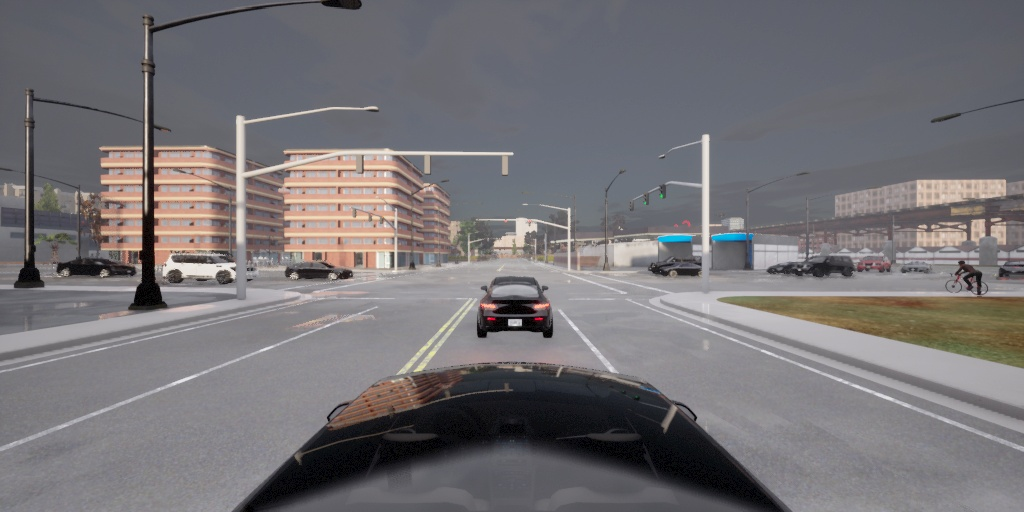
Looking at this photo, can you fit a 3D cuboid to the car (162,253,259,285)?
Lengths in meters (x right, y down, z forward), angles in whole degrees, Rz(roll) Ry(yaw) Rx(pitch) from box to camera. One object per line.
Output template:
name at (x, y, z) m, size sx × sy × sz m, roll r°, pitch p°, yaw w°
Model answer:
car at (-20.563, 0.845, 24.547) m, size 5.566 × 2.045 × 2.150 m, roll 1°, pitch 0°, yaw 1°

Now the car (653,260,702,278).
car at (16.105, 1.314, 33.965) m, size 4.181 × 1.385 × 1.994 m, roll 0°, pitch 0°, yaw 0°

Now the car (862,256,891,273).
car at (44.485, 0.961, 43.990) m, size 5.566 × 2.045 × 2.150 m, roll 0°, pitch 0°, yaw -34°

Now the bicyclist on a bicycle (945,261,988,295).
bicyclist on a bicycle at (21.913, 1.050, 17.313) m, size 0.582 × 1.620 × 1.656 m, roll 0°, pitch 0°, yaw 0°

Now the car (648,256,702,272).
car at (17.194, 0.971, 37.399) m, size 5.566 × 2.045 × 2.150 m, roll 0°, pitch 0°, yaw 1°

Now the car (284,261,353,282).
car at (-15.019, 1.187, 27.988) m, size 4.892 × 1.490 × 1.837 m, roll 0°, pitch 0°, yaw 0°

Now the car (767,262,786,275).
car at (29.431, 1.312, 38.131) m, size 4.181 × 1.385 × 1.994 m, roll 0°, pitch 0°, yaw -12°

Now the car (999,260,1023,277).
car at (47.797, 1.241, 33.834) m, size 4.902 × 1.511 × 2.128 m, roll 0°, pitch 0°, yaw -30°

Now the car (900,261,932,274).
car at (46.294, 1.316, 41.007) m, size 4.181 × 1.385 × 1.994 m, roll 0°, pitch 0°, yaw -34°

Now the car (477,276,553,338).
car at (0.075, 1.276, 10.079) m, size 1.812 × 1.442 × 4.674 m, roll 0°, pitch 0°, yaw 0°

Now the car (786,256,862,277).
car at (30.028, 0.971, 34.579) m, size 5.566 × 2.045 × 2.150 m, roll 0°, pitch 0°, yaw -10°

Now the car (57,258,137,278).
car at (-32.636, 0.920, 28.278) m, size 5.008 × 1.535 × 1.882 m, roll 1°, pitch 0°, yaw 1°
